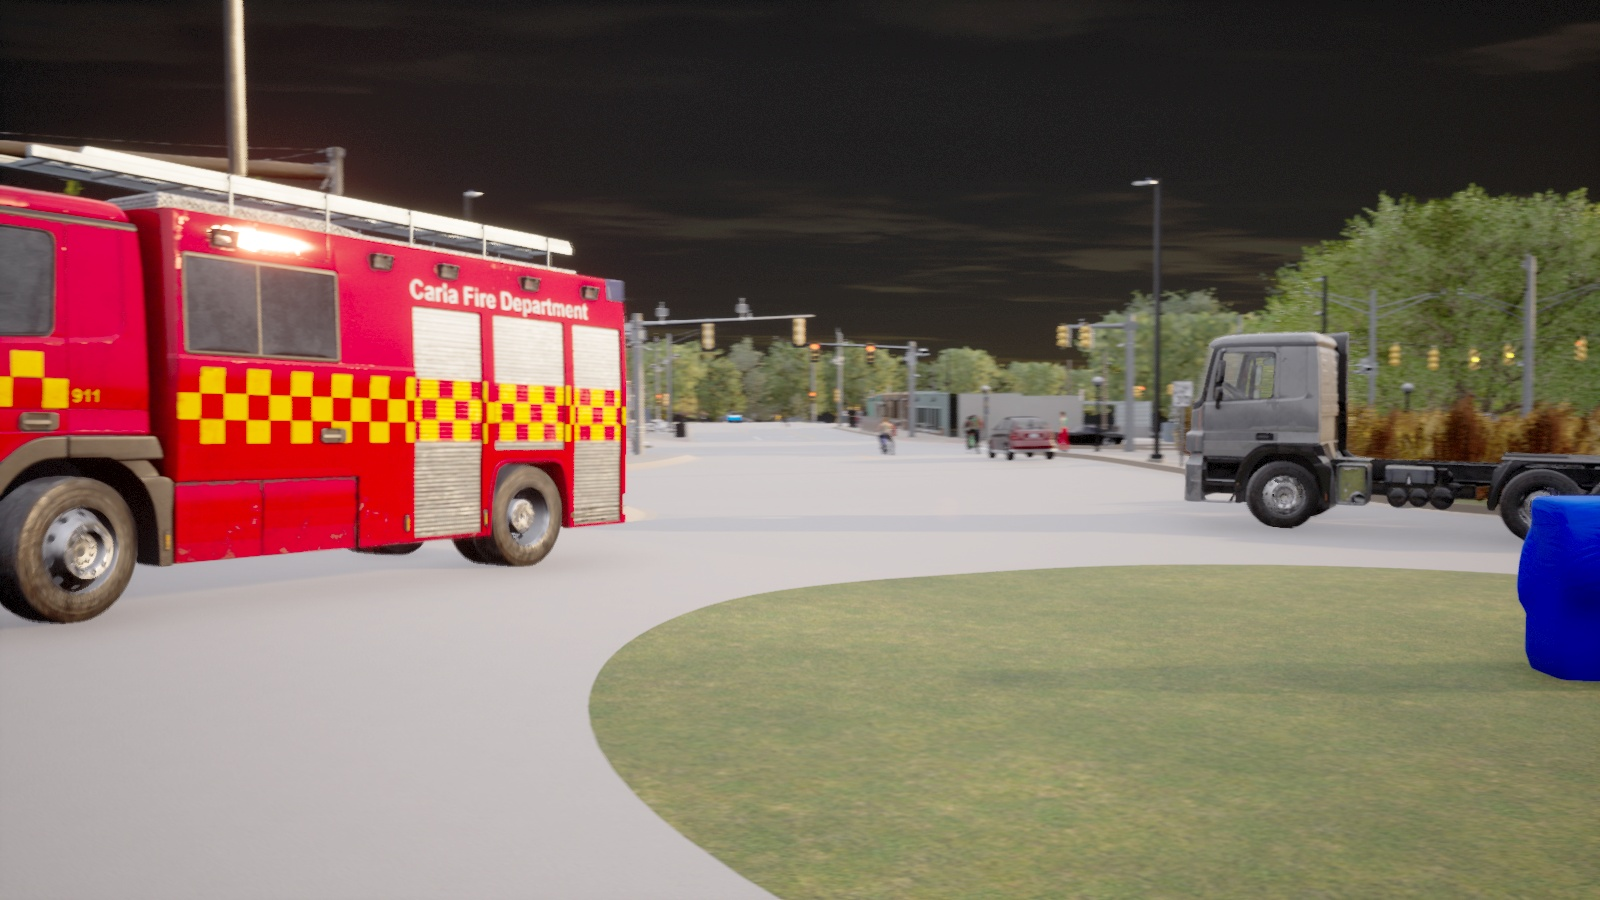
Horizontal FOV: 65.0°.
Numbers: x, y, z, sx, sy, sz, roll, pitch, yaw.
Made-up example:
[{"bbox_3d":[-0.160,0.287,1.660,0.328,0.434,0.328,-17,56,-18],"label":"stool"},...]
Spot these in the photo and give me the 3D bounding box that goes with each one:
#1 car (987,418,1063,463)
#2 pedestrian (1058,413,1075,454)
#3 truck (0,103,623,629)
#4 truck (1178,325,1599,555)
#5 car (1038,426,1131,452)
[{"bbox_3d":[8.100,-0.384,45.477,1.789,1.549,3.705,-1,2,-5],"label":"car"},{"bbox_3d":[11.942,-0.751,56.271,0.594,1.836,0.345,2,4,42],"label":"pedestrian"},{"bbox_3d":[-5.591,-0.645,12.310,2.891,3.827,8.468,1,1,31],"label":"truck"},{"bbox_3d":[10.827,-0.271,21.241,7.936,3.462,2.891,3,3,30],"label":"truck"},{"bbox_3d":[16.224,-0.655,71.686,4.718,1.301,1.895,1,2,-10],"label":"car"}]
